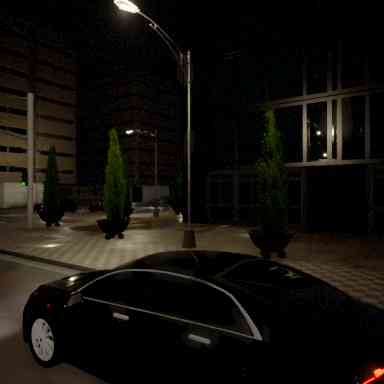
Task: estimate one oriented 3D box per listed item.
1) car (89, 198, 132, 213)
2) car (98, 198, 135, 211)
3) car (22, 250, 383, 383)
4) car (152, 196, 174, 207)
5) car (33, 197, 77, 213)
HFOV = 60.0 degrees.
[{"bbox_3d":[-9.443,1.407,38.009,2.097,1.767,4.553,0,0,35],"label":"car"},{"bbox_3d":[-9.894,1.581,43.774,1.812,1.442,4.674,0,0,35],"label":"car"},{"bbox_3d":[-0.196,1.505,4.129,4.892,1.490,1.837,0,0,36],"label":"car"},{"bbox_3d":[-4.129,1.407,51.950,2.097,1.767,4.553,0,0,35],"label":"car"},{"bbox_3d":[-15.016,1.407,36.522,2.097,1.767,4.553,0,0,35],"label":"car"}]
